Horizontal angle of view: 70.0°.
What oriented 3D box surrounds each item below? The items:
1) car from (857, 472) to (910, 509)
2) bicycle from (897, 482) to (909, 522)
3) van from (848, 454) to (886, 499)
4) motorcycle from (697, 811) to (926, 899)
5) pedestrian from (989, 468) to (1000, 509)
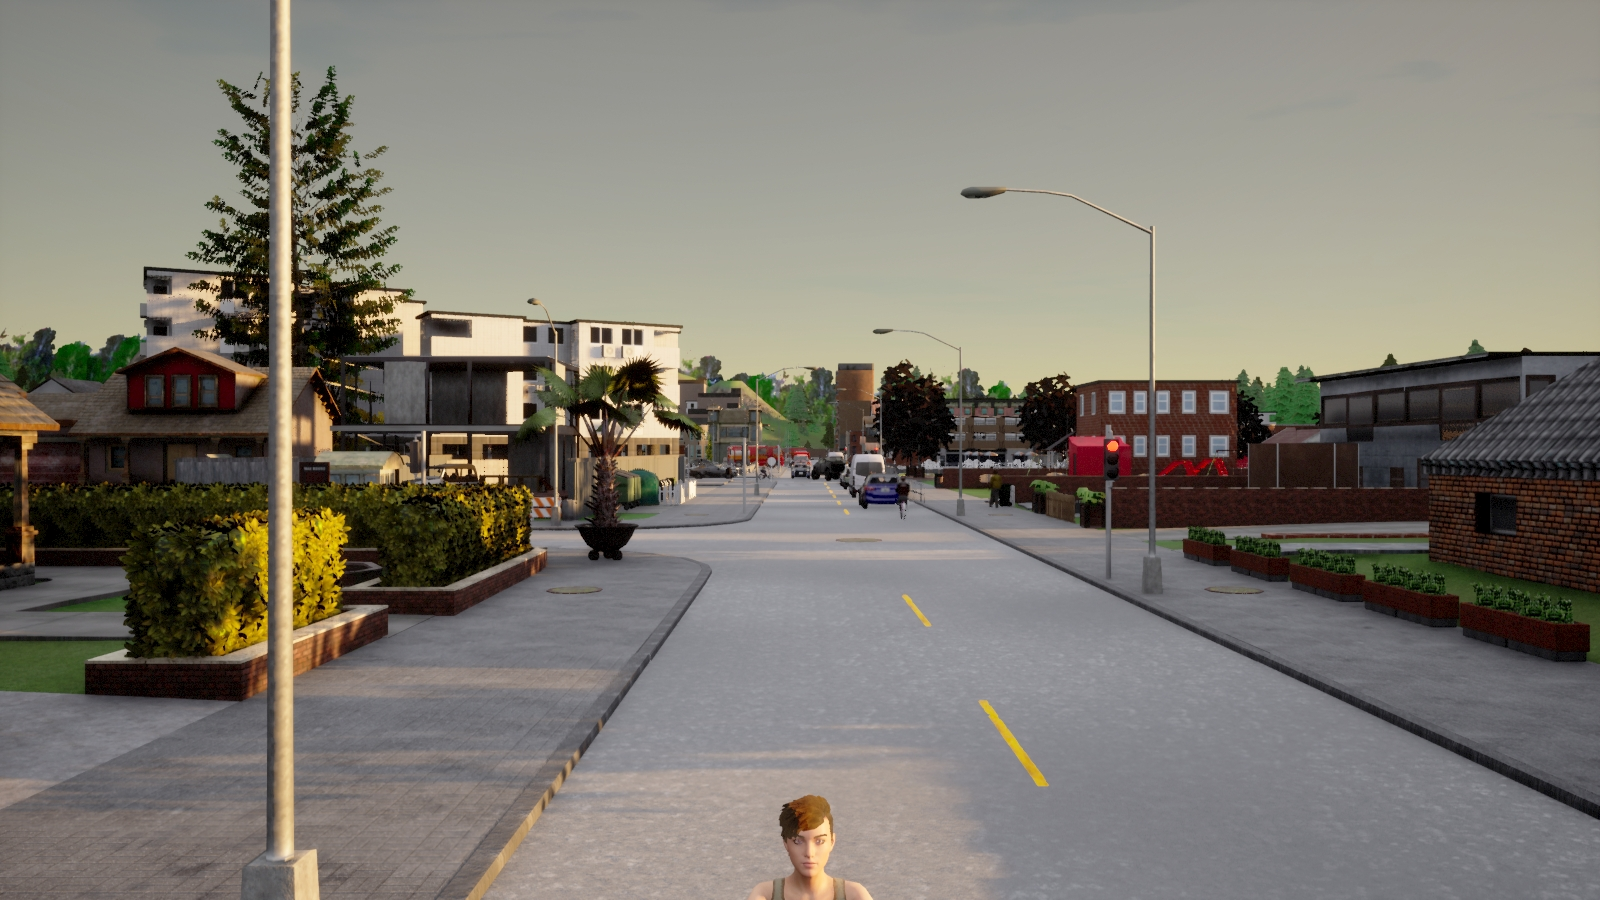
[{"bbox_3d":[4.046,1.964,56.168,2.242,1.667,4.611,0,0,0],"label":"car"},{"bbox_3d":[4.097,2.060,45.517,0.329,1.471,1.835,0,0,-1],"label":"bicycle"},{"bbox_3d":[4.034,1.535,69.184,1.988,2.561,5.915,0,0,0],"label":"van"},{"bbox_3d":[0.039,2.155,3.558,0.764,1.307,2.356,0,0,0],"label":"motorcycle"},{"bbox_3d":[8.832,1.744,51.978,0.375,1.860,0.375,0,0,-13],"label":"pedestrian"}]
